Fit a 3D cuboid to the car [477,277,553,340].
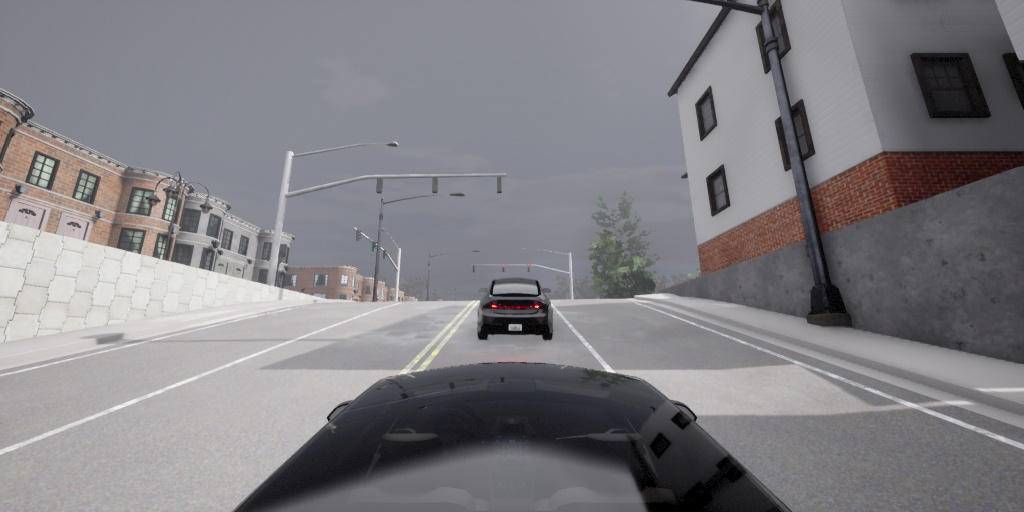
[{"bbox_3d":[0.089,1.352,10.353,1.837,1.490,4.892,0,0,0],"label":"car"}]
